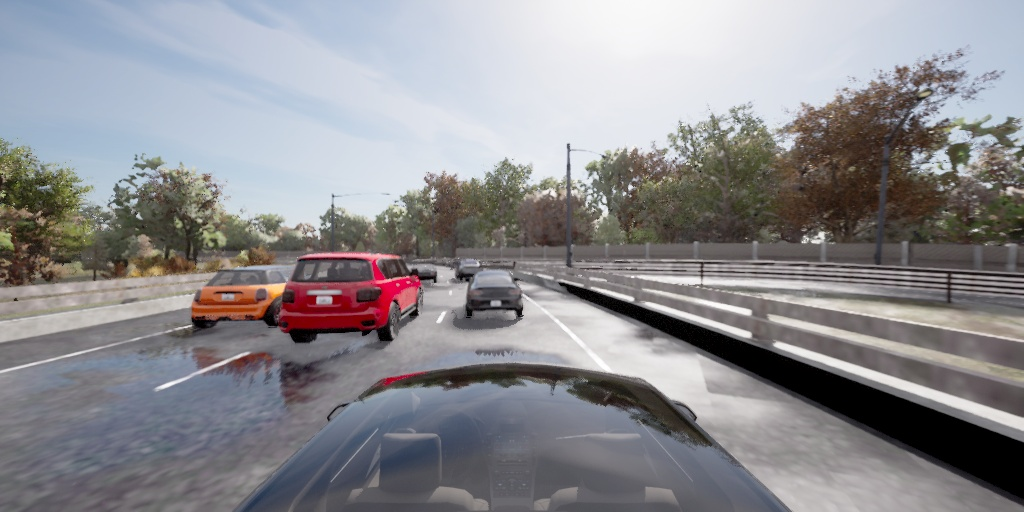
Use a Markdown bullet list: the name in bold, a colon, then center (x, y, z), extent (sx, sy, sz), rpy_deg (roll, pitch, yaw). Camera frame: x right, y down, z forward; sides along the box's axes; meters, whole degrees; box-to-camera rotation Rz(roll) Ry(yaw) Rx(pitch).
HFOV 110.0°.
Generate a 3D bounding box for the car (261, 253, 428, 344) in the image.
- **car**: center (-3.894, 0.943, 9.702), extent (2.150, 2.045, 5.566), rpy_deg (0, 0, -5)

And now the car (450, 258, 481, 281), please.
- **car**: center (-3.473, 1.104, 28.506), extent (2.128, 1.511, 4.902), rpy_deg (0, 0, -14)

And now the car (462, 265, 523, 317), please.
- **car**: center (-0.696, 1.216, 12.797), extent (1.812, 1.442, 4.674), rpy_deg (0, 0, -6)

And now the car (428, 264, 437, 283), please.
- **car**: center (-6.558, 1.238, 26.602), extent (1.895, 1.301, 4.718), rpy_deg (0, 0, -14)

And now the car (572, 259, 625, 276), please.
- **car**: center (7.484, 0.960, 31.442), extent (4.674, 1.442, 1.812), rpy_deg (0, 0, 38)

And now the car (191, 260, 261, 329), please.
- **car**: center (-7.594, 1.080, 11.471), extent (2.097, 1.767, 4.553), rpy_deg (0, 0, -5)

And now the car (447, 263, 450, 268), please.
- **car**: center (-6.002, 0.960, 44.707), extent (2.033, 1.411, 5.357), rpy_deg (-1, 0, -42)
